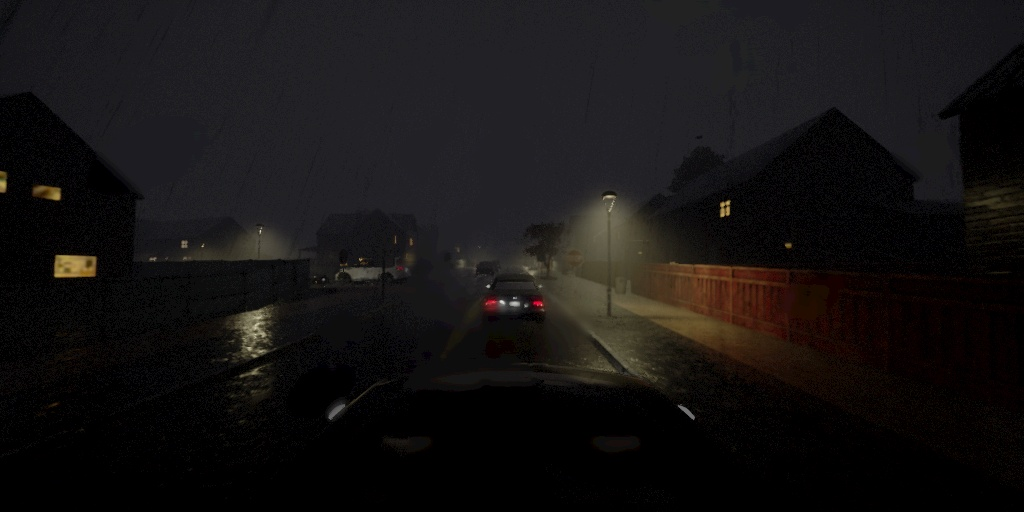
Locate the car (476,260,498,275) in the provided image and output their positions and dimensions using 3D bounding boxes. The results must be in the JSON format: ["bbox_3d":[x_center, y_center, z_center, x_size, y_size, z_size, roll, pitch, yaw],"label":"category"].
[{"bbox_3d":[-2.863,1.320,39.293,1.882,1.535,5.008,0,0,0],"label":"car"}]

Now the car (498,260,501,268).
[{"bbox_3d":[-2.860,1.448,49.243,1.994,1.385,4.181,0,0,0],"label":"car"}]

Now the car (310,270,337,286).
[{"bbox_3d":[-14.925,1.478,24.948,4.181,1.385,1.994,-1,-3,8],"label":"car"}]

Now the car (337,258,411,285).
[{"bbox_3d":[-10.601,1.202,27.524,5.566,2.045,2.150,-1,-3,7],"label":"car"}]

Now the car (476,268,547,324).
[{"bbox_3d":[0.094,1.311,11.917,2.033,1.411,5.357,0,0,0],"label":"car"}]
